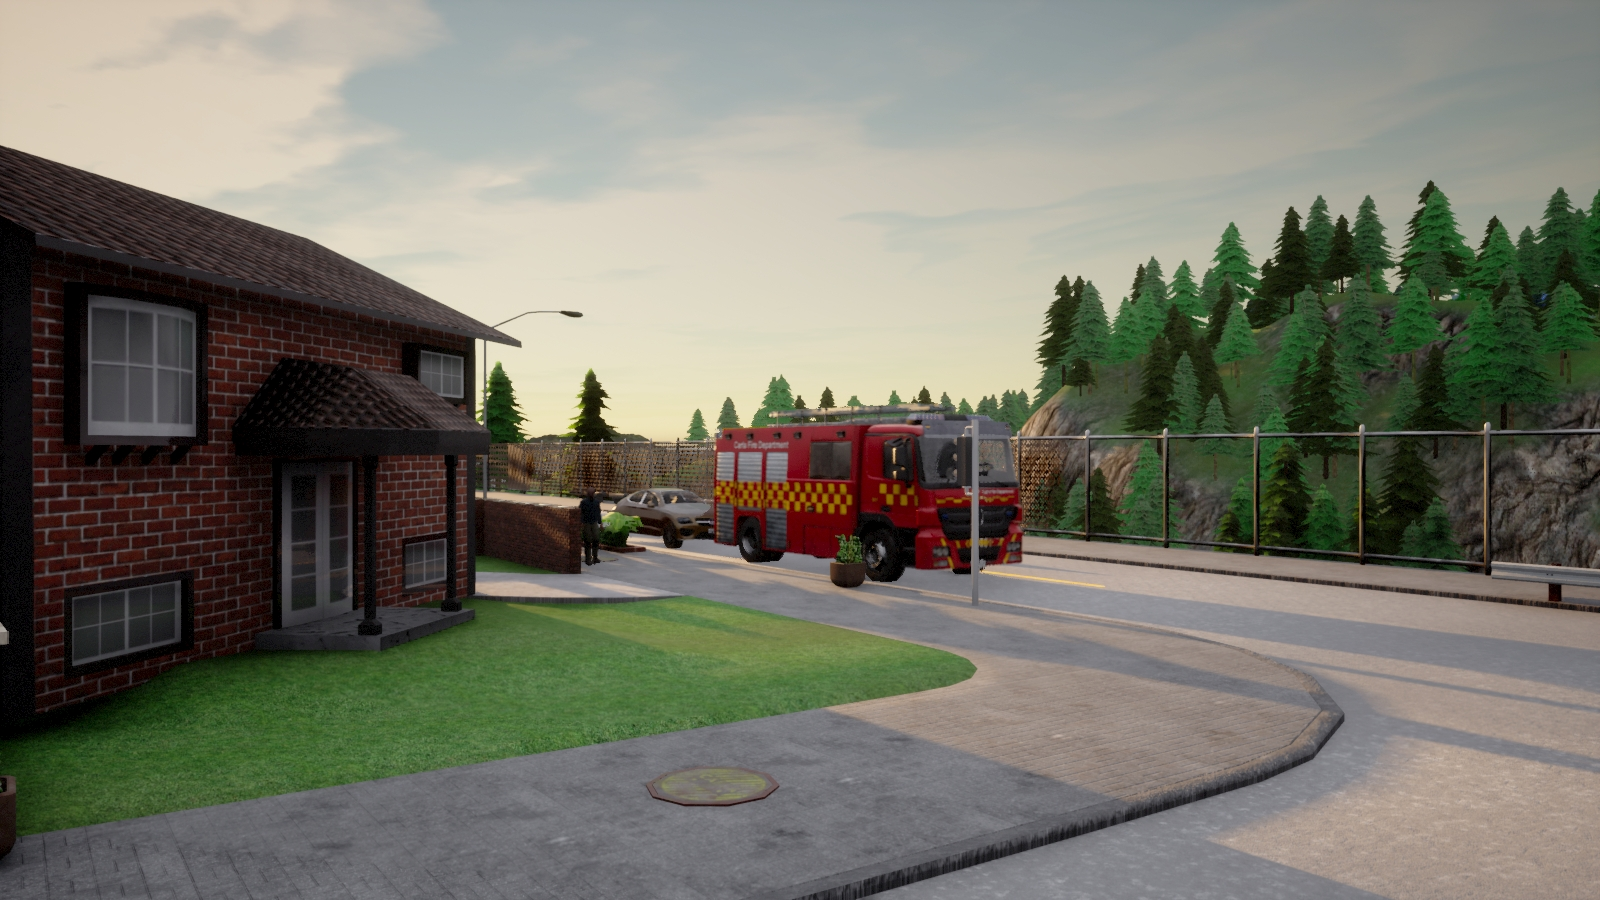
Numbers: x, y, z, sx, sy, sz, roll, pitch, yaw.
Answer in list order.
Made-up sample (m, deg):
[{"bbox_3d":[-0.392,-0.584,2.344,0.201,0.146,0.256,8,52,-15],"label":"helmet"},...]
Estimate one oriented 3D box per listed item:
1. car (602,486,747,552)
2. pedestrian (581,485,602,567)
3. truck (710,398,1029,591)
[{"bbox_3d":[-3.870,1.992,34.365,2.152,1.651,5.027,0,0,-35],"label":"car"},{"bbox_3d":[-4.826,1.745,26.473,0.375,1.860,0.375,0,0,-32],"label":"pedestrian"},{"bbox_3d":[1.275,0.891,27.004,2.891,3.827,8.468,0,0,-35],"label":"truck"}]
